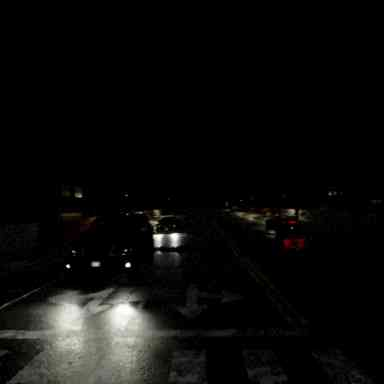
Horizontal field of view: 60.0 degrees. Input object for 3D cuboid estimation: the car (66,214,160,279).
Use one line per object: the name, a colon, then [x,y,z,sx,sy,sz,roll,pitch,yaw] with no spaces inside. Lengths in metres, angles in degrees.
car: [-2.776,1.886,12.638,2.150,2.045,5.566,-1,-2,2]

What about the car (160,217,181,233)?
car: [-2.205,3.109,31.969,1.812,1.442,4.674,-1,-2,2]

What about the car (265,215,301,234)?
car: [7.823,2.765,29.037,2.128,1.511,4.902,-1,-2,-4]
